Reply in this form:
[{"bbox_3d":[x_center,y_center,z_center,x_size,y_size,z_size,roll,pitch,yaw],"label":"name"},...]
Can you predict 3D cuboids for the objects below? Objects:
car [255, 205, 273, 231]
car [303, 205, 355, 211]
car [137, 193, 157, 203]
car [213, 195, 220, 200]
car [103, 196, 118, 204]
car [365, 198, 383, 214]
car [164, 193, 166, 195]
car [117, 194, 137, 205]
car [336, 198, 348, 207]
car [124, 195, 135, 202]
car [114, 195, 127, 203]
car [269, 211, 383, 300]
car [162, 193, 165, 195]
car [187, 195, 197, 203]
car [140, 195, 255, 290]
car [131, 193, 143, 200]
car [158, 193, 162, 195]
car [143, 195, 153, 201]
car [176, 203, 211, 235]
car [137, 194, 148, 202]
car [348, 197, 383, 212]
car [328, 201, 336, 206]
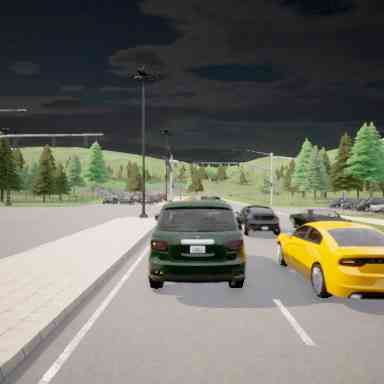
[{"bbox_3d":[3.586,1.506,18.759,1.837,1.490,4.892,0,0,0],"label":"car"},{"bbox_3d":[7.086,1.601,18.970,1.895,1.301,4.718,0,0,0],"label":"car"},{"bbox_3d":[-8.119,1.491,60.517,2.128,1.511,4.902,0,0,0],"label":"car"},{"bbox_3d":[6.956,1.595,94.405,1.895,1.301,4.718,0,0,1],"label":"car"},{"bbox_3d":[-15.108,1.564,61.597,1.994,1.385,4.181,0,0,0],"label":"car"},{"bbox_3d":[21.018,1.601,34.360,4.718,1.301,1.895,0,0,1],"label":"car"},{"bbox_3d":[-8.079,1.225,88.598,2.150,2.045,5.566,0,0,0],"label":"car"},{"bbox_3d":[-11.664,1.526,60.171,1.812,1.442,4.674,0,0,1],"label":"car"},{"bbox_3d":[21.083,1.492,41.362,4.902,1.511,2.128,0,0,1],"label":"car"},{"bbox_3d":[-15.074,1.478,80.658,1.882,1.535,5.008,0,0,0],"label":"car"},{"bbox_3d":[-15.064,1.500,70.270,1.837,1.490,4.892,0,0,0],"label":"car"},{"bbox_3d":[3.592,1.478,8.492,1.882,1.535,5.008,0,0,0],"label":"car"},{"bbox_3d":[-8.072,1.553,78.106,1.994,1.385,4.181,0,0,0],"label":"car"},{"bbox_3d":[0.036,1.477,68.327,1.882,1.535,5.008,0,0,0],"label":"car"},{"bbox_3d":[0.095,1.222,9.259,2.150,2.045,5.566,0,0,0],"label":"car"},{"bbox_3d":[-15.071,1.224,91.200,2.150,2.045,5.566,0,0,0],"label":"car"},{"bbox_3d":[-8.063,1.355,69.598,2.097,1.767,4.553,0,0,0],"label":"car"},{"bbox_3d":[-11.580,1.553,88.139,1.994,1.385,4.181,0,0,0],"label":"car"},{"bbox_3d":[0.085,1.506,20.157,1.837,1.490,4.892,0,0,0],"label":"car"},{"bbox_3d":[-11.572,1.355,78.127,2.097,1.767,4.553,0,0,0],"label":"car"},{"bbox_3d":[20.803,1.352,37.864,4.553,1.767,2.097,0,0,1],"label":"car"},{"bbox_3d":[20.796,1.526,44.866,4.674,1.442,1.812,0,0,1],"label":"car"}]
